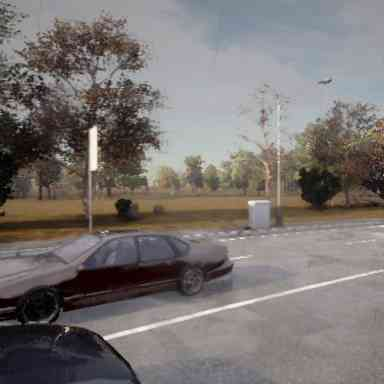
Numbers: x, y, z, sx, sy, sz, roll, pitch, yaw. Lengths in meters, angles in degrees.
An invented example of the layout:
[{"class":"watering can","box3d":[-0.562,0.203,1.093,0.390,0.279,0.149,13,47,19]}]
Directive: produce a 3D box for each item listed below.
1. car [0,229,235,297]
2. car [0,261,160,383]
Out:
[{"class":"car","box3d":[-1.582,1.525,7.048,5.357,1.411,2.033,0,0,-34]},{"class":"car","box3d":[-2.308,1.555,1.988,4.181,1.385,1.994,0,0,-36]}]
